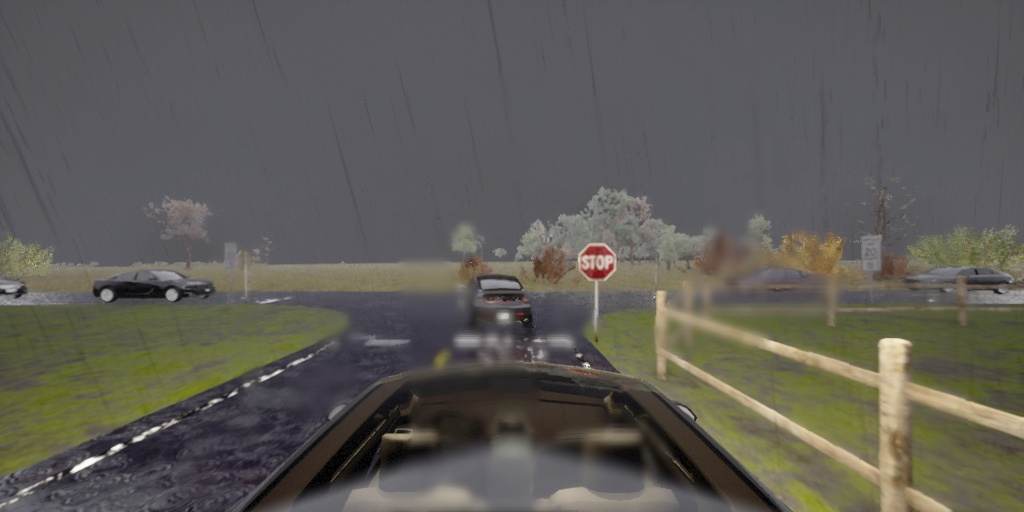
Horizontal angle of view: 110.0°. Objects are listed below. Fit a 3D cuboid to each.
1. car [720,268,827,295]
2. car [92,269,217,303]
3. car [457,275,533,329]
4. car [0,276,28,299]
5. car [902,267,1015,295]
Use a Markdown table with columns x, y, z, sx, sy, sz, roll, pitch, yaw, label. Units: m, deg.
| x | y | z | sx | sy | sz | roll | pitch | yaw | label |
| --- | --- | --- | --- | --- | --- | --- | --- | --- | --- |
| 14.906 | 1.414 | 20.288 | 5.357 | 1.411 | 2.033 | 0 | 0 | 0 | car |
| -17.395 | 1.407 | 17.597 | 5.008 | 1.535 | 1.882 | 0 | 0 | 1 | car |
| -0.654 | 1.340 | 11.669 | 1.837 | 1.490 | 4.892 | 1 | 0 | -11 | car |
| -27.083 | 1.449 | 17.681 | 4.902 | 1.511 | 2.128 | 0 | 0 | 1 | car |
| 25.018 | 1.349 | 20.201 | 4.892 | 1.490 | 1.837 | 0 | 0 | 1 | car |
